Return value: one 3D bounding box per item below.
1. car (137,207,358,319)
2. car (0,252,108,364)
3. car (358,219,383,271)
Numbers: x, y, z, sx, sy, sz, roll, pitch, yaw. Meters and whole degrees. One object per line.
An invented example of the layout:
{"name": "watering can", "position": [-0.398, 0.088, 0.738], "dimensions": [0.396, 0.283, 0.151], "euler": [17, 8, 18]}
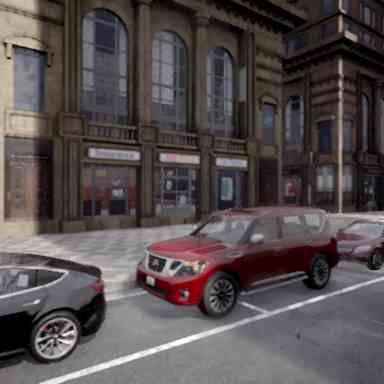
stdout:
{"name": "car", "position": [1.297, 1.302, 7.550], "dimensions": [5.009, 1.841, 2.192], "euler": [0, 0, -35]}
{"name": "car", "position": [-3.275, 1.567, 4.314], "dimensions": [4.313, 1.339, 1.947], "euler": [0, 0, -35]}
{"name": "car", "position": [5.868, 1.555, 10.788], "dimensions": [4.206, 1.307, 1.802], "euler": [0, 0, -35]}
